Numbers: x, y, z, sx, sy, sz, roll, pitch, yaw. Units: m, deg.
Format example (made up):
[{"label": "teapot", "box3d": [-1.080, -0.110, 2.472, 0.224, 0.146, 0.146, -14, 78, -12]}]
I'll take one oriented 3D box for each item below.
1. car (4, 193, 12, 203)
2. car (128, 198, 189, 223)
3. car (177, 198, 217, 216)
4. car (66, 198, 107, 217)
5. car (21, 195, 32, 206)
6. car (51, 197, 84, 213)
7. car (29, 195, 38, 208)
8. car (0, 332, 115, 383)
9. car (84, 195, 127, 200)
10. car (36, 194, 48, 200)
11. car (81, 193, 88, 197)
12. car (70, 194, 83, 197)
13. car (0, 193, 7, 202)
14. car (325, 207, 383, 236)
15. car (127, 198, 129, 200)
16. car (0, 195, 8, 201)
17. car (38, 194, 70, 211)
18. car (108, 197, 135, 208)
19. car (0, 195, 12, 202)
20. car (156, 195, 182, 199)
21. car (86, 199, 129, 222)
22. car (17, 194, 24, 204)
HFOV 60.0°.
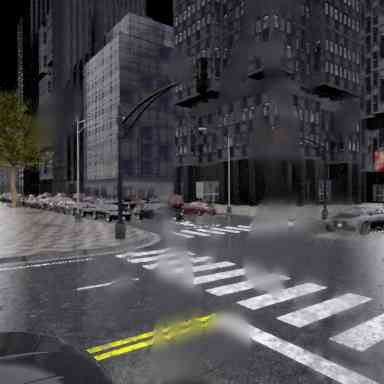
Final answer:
[{"label": "car", "box3d": [-33.144, 1.377, 61.998, 1.887, 1.381, 4.507, 0, 0, -37]}, {"label": "car", "box3d": [-2.702, 1.485, 25.605, 2.033, 1.411, 5.357, 0, 0, -34]}, {"label": "car", "box3d": [0.570, 1.481, 30.825, 1.802, 1.307, 4.206, 0, 0, -37]}, {"label": "car", "box3d": [-9.639, 1.491, 30.282, 1.947, 1.339, 4.313, 0, 0, -37]}, {"label": "car", "box3d": [-22.968, 1.390, 48.268, 1.752, 1.417, 4.829, 0, 0, -37]}, {"label": "car", "box3d": [-12.996, 1.489, 34.813, 1.802, 1.307, 4.206, 0, 0, -37]}, {"label": "car", "box3d": [-19.712, 1.459, 43.874, 1.802, 1.307, 4.206, 0, 0, -37]}, {"label": "car", "box3d": [-2.709, 1.505, 1.488, 4.892, 1.490, 1.837, 0, 0, -37]}, {"label": "car", "box3d": [-8.885, 1.393, 33.893, 2.128, 1.511, 4.902, 0, 0, -37]}, {"label": "car", "box3d": [-36.463, 1.285, 80.794, 1.752, 1.417, 4.829, 0, 0, -37]}, {"label": "car", "box3d": [-16.217, 1.363, 53.476, 1.887, 1.381, 4.507, 0, 0, -37]}, {"label": "car", "box3d": [-16.675, 1.368, 44.436, 1.837, 1.490, 4.892, 0, 1, -37]}, {"label": "car", "box3d": [-36.502, 1.138, 66.528, 2.192, 1.841, 5.009, 0, 0, -37]}, {"label": "car", "box3d": [9.228, 1.522, 18.308, 4.181, 1.385, 1.994, 0, 0, -36]}, {"label": "car", "box3d": [-6.145, 1.428, 39.886, 1.947, 1.339, 4.313, 0, 0, -37]}, {"label": "car", "box3d": [-43.217, 1.387, 75.590, 1.802, 1.307, 4.206, 0, 0, -37]}, {"label": "car", "box3d": [-16.354, 1.331, 39.342, 1.967, 1.590, 4.097, 0, 0, -37]}, {"label": "car", "box3d": [-9.502, 1.411, 44.415, 1.947, 1.339, 4.313, 0, 0, -37]}, {"label": "car", "box3d": [-39.860, 1.379, 71.060, 1.947, 1.339, 4.313, 0, 0, -37]}, {"label": "car", "box3d": [-2.788, 1.194, 35.355, 2.192, 1.841, 5.009, 0, 0, -37]}, {"label": "car", "box3d": [-6.280, 1.511, 25.751, 1.947, 1.339, 4.313, 0, 0, -37]}, {"label": "car", "box3d": [-26.428, 1.418, 52.936, 1.947, 1.339, 4.313, 0, 0, -37]}]
